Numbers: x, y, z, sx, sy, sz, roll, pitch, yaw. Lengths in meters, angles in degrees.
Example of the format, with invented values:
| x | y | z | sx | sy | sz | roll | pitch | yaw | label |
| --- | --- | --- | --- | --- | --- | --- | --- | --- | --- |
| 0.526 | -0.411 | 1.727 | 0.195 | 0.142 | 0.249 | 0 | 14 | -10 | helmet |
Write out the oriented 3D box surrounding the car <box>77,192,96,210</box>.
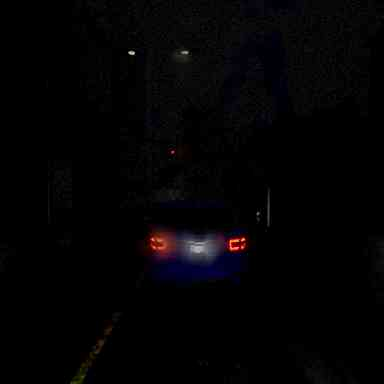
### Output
| x | y | z | sx | sy | sz | roll | pitch | yaw | label |
| --- | --- | --- | --- | --- | --- | --- | --- | --- | --- |
| -11.948 | 0.843 | 32.780 | 4.553 | 1.767 | 2.097 | 1 | 1 | -2 | car |

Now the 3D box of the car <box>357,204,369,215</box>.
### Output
| x | y | z | sx | sy | sz | roll | pitch | yaw | label |
| --- | --- | --- | --- | --- | --- | --- | --- | --- | --- |
| 18.234 | 1.525 | 32.436 | 4.206 | 1.307 | 1.802 | 1 | 0 | 0 | car |

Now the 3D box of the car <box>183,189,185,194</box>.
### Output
| x | y | z | sx | sy | sz | roll | pitch | yaw | label |
| --- | --- | --- | --- | --- | --- | --- | --- | --- | --- |
| -2.563 | 0.269 | 63.538 | 1.882 | 1.535 | 5.008 | 0 | 1 | 1 | car |

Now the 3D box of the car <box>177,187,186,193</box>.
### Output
| x | y | z | sx | sy | sz | roll | pitch | yaw | label |
| --- | --- | --- | --- | --- | --- | --- | --- | --- | --- |
| -2.450 | -0.529 | 79.148 | 1.895 | 1.301 | 4.718 | 0 | 2 | 0 | car |

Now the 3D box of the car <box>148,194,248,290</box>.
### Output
| x | y | z | sx | sy | sz | roll | pitch | yaw | label |
| --- | --- | --- | --- | --- | --- | --- | --- | --- | --- |
| 0.116 | 1.195 | 9.142 | 2.150 | 2.045 | 5.566 | 0 | 0 | 0 | car |

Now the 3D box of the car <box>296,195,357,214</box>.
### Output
| x | y | z | sx | sy | sz | roll | pitch | yaw | label |
| --- | --- | --- | --- | --- | --- | --- | --- | --- | --- |
| 12.836 | 1.181 | 32.446 | 5.009 | 1.841 | 2.192 | 1 | 0 | 0 | car |

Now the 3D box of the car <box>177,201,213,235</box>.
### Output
| x | y | z | sx | sy | sz | roll | pitch | yaw | label |
| --- | --- | --- | --- | --- | --- | --- | --- | --- | --- |
| 0.128 | 1.389 | 19.168 | 1.837 | 1.490 | 4.892 | 0 | 1 | 0 | car |

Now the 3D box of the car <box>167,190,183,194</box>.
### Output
| x | y | z | sx | sy | sz | roll | pitch | yaw | label |
| --- | --- | --- | --- | --- | --- | --- | --- | --- | --- |
| -2.684 | 0.825 | 45.352 | 2.128 | 1.511 | 4.902 | 0 | 2 | 0 | car |
